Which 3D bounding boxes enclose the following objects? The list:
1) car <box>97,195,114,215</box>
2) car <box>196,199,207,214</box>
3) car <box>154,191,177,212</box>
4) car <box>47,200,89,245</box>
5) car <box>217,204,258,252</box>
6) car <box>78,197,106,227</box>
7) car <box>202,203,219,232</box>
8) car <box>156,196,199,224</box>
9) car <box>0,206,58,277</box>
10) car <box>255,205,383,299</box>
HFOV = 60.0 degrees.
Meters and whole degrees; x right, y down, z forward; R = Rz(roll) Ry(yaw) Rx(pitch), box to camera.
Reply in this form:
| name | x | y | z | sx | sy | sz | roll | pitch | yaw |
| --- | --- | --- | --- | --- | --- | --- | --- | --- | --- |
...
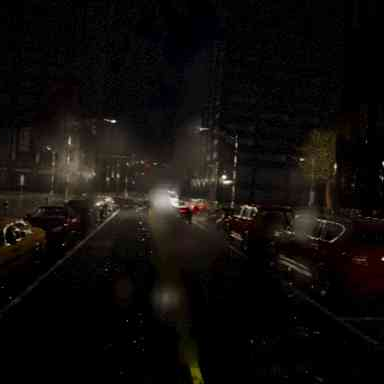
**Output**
| name | x | y | z | sx | sy | sz | roll | pitch | yaw |
| --- | --- | --- | --- | --- | --- | --- | --- | --- | --- |
| car | -7.147 | 1.062 | 24.487 | 1.947 | 1.339 | 4.313 | 3 | 0 | -8 |
| car | 0.478 | 1.387 | 31.286 | 1.967 | 1.590 | 4.097 | 3 | 0 | -8 |
| car | -2.612 | 0.973 | 33.518 | 2.150 | 2.045 | 5.566 | 3 | 0 | -8 |
| car | -5.541 | 1.204 | 13.330 | 1.802 | 1.307 | 4.206 | 3 | 0 | -8 |
| car | 2.895 | 1.450 | 14.551 | 2.192 | 1.841 | 5.009 | 3 | 0 | -8 |
| car | -6.344 | 1.124 | 18.909 | 1.947 | 1.339 | 4.313 | 3 | 0 | -8 |
| car | 2.078 | 1.637 | 20.130 | 1.947 | 1.339 | 4.313 | 3 | 0 | -8 |
| car | -1.141 | 1.357 | 23.607 | 2.128 | 1.511 | 4.902 | 3 | 0 | -8 |
| car | -4.710 | 1.213 | 7.583 | 1.752 | 1.417 | 4.829 | 3 | 0 | -8 |
| car | 3.699 | 1.514 | 8.972 | 2.192 | 1.841 | 5.009 | 3 | 0 | -8 |
